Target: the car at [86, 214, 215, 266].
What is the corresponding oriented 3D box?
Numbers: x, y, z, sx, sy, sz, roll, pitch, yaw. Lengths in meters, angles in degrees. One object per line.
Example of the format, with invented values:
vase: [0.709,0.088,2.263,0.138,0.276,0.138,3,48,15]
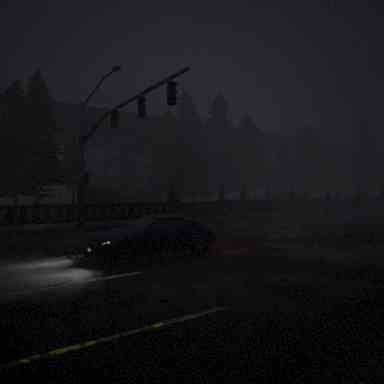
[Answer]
car: [-1.281,1.525,11.658,4.674,1.442,1.812,0,0,-35]
